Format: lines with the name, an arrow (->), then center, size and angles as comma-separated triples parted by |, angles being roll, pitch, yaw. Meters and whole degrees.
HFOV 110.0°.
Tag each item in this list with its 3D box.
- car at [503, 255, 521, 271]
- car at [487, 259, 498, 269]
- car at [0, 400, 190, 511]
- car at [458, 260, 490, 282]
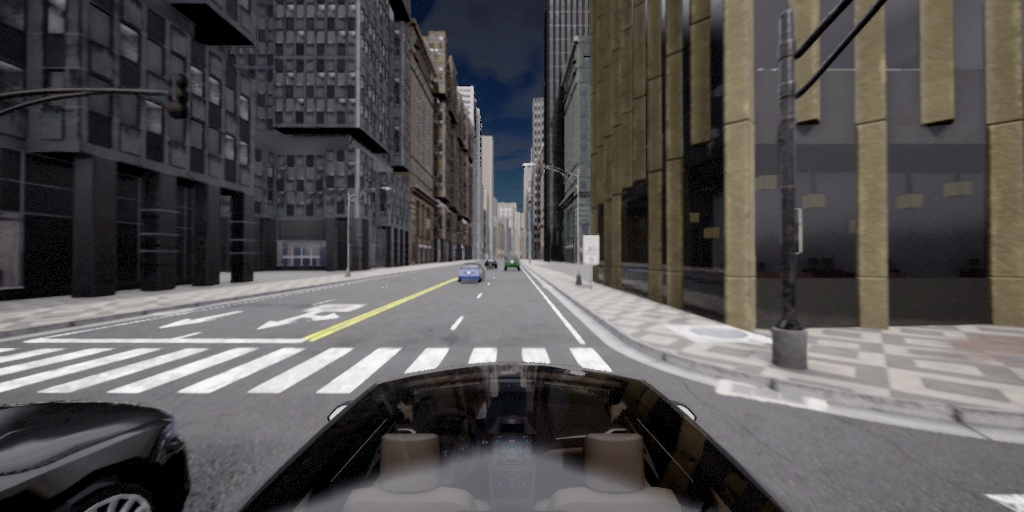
car -> 0.027, 0.929, 48.870 | 2.150, 2.045, 5.566 | 0, 0, 0
car -> -3.170, 1.181, 55.562 | 1.882, 1.535, 5.008 | 0, 0, 0
car -> -3.148, 1.242, 0.461 | 2.128, 1.511, 4.902 | 0, 0, 0
car -> -3.160, 1.280, 28.732 | 2.033, 1.411, 5.357 | 0, 0, 0
